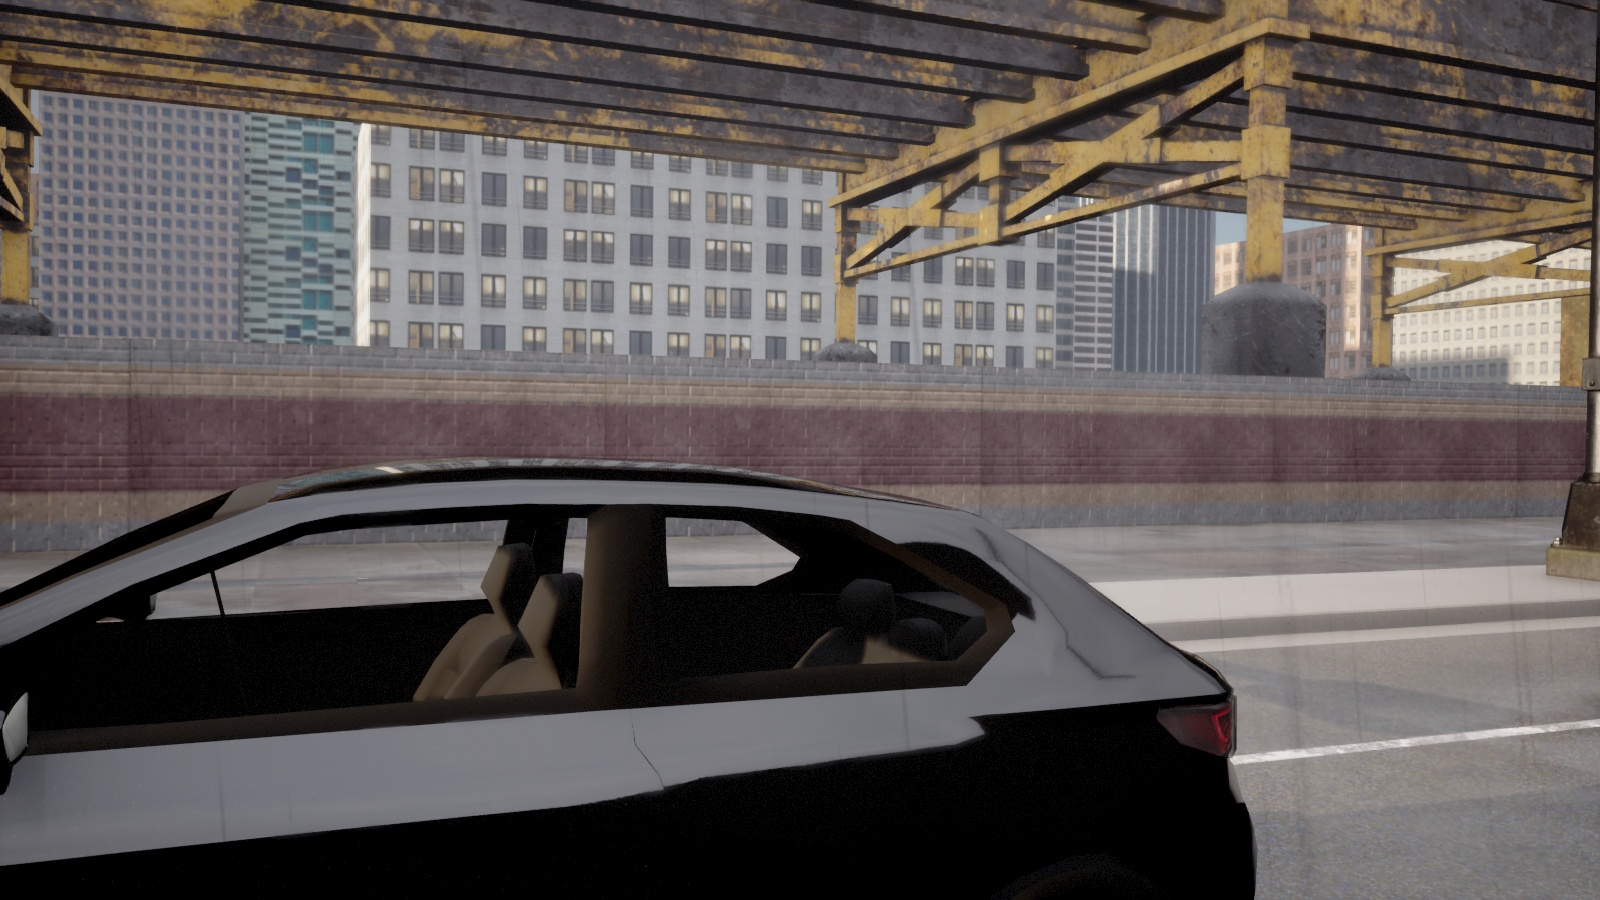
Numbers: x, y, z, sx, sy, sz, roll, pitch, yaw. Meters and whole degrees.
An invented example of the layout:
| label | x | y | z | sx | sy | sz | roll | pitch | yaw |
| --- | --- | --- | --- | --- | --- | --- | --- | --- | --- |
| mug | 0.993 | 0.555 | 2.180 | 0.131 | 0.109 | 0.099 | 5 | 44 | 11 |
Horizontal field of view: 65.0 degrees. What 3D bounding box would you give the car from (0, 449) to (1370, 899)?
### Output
| label | x | y | z | sx | sy | sz | roll | pitch | yaw |
| --- | --- | --- | --- | --- | --- | --- | --- | --- | --- |
| car | -1.042 | 0.777 | 2.843 | 4.193 | 1.474 | 1.816 | -1 | 1 | -21 |
